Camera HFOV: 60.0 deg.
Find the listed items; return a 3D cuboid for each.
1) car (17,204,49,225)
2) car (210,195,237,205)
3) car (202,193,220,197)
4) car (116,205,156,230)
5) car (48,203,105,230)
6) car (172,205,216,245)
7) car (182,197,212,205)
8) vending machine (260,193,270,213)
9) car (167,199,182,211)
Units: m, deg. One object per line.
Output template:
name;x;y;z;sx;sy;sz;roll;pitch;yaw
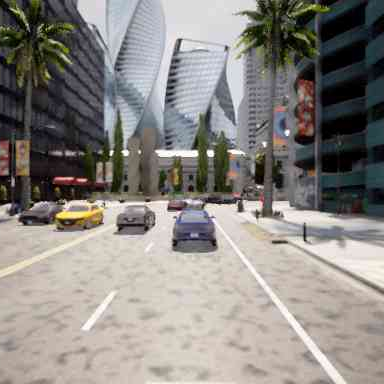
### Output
car;-10.565;1.554;24.349;2.033;1.411;5.357;0;0;0
car;6.002;1.615;60.819;4.718;1.301;1.895;0;0;-43
car;3.300;1.237;63.158;5.566;2.045;2.150;0;0;-44
car;-3.400;1.553;20.910;2.033;1.411;5.357;0;0;0
car;-7.059;1.483;21.397;1.882;1.535;5.008;0;0;1
car;0.100;1.529;15.336;1.812;1.442;4.674;0;0;0
car;0.603;1.556;35.827;2.033;1.411;5.357;0;0;8
vending machine;7.804;1.204;35.594;1.100;2.100;0.880;0;0;10
car;-1.596;1.574;41.494;1.994;1.385;4.181;0;0;16
